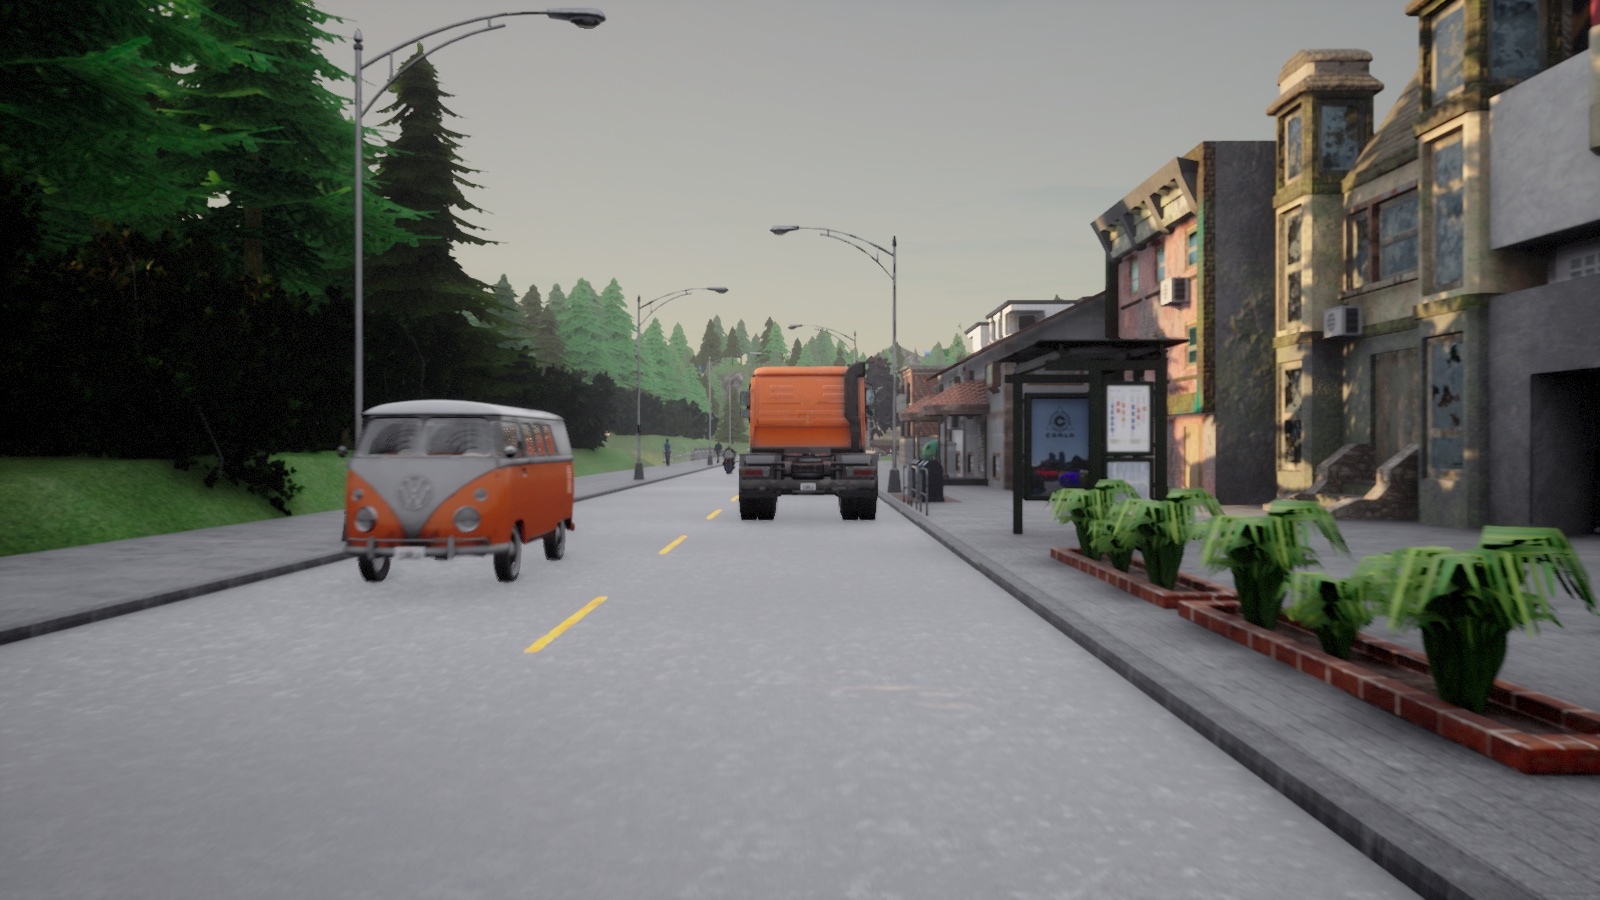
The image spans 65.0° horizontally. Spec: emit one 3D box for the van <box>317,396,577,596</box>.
[{"bbox_3d":[-3.901,0.443,14.688,1.775,1.987,4.442,0,0,0],"label":"van"}]

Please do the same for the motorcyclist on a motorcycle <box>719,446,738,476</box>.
[{"bbox_3d":[-3.627,0.550,63.807,0.866,1.530,2.191,0,0,0],"label":"motorcyclist on a motorcycle"}]

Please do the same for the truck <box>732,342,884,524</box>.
[{"bbox_3d":[0.174,-0.334,27.862,2.891,3.462,7.936,0,0,0],"label":"truck"}]
